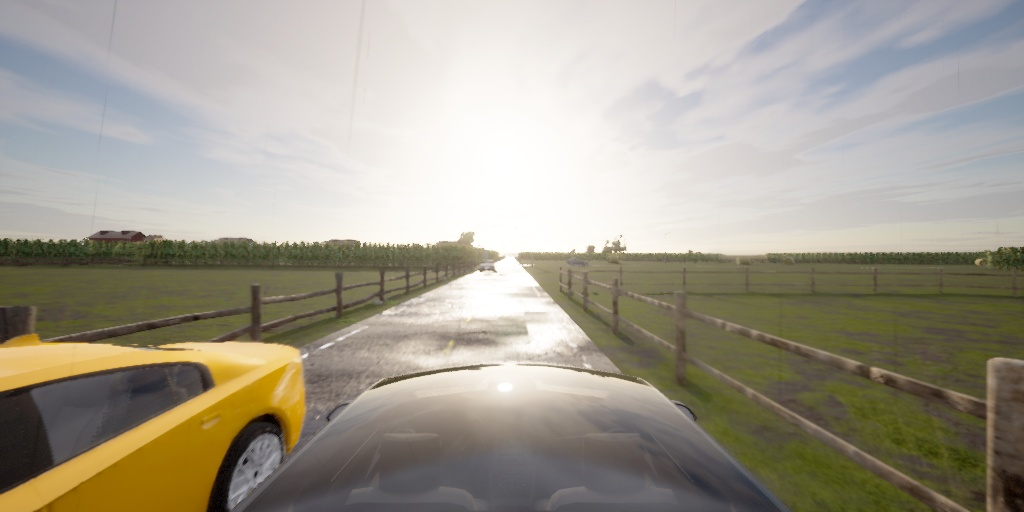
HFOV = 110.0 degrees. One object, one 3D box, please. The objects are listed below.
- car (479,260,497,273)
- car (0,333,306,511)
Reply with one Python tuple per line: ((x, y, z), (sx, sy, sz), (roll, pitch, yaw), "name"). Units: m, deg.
((-2.831, 1.242, 42.859), (2.128, 1.511, 4.902), (0, 0, 0), "car")
((-2.852, 1.227, 1.265), (1.882, 1.535, 5.008), (0, 0, 0), "car")
